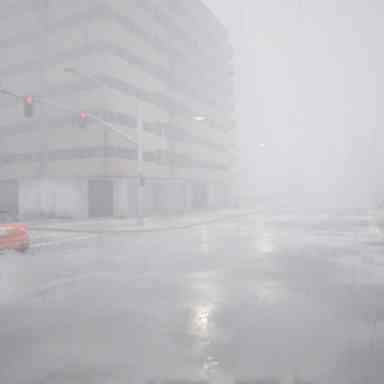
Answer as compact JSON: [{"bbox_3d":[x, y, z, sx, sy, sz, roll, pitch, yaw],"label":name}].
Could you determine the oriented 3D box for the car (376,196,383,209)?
[{"bbox_3d":[22.432,1.221,38.305,1.812,1.442,4.674,-1,0,27],"label":"car"}]

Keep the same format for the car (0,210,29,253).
[{"bbox_3d":[-8.383,1.471,12.930,4.553,1.767,2.097,-1,0,36],"label":"car"}]
